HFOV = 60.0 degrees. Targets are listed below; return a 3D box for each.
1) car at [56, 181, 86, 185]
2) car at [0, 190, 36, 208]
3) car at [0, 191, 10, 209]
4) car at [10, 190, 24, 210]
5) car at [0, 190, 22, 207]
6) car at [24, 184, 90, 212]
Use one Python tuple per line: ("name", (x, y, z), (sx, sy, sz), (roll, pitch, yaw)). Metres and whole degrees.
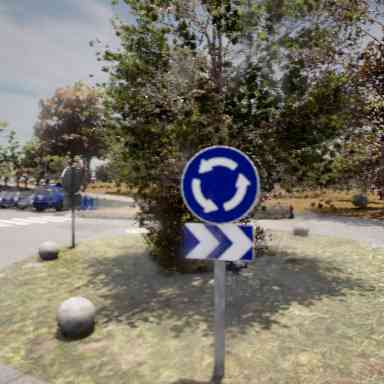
("car", (-14.638, -0.788, 39.613), (5.008, 1.535, 1.882), (6, 4, 36))
("car", (-18.439, 0.675, 33.916), (2.185, 1.767, 4.553), (1, 0, 16))
("car", (-16.013, 0.693, 32.087), (2.185, 1.767, 4.553), (0, 0, 16))
("car", (-13.550, 0.838, 30.350), (2.231, 1.521, 4.892), (1, 0, 16))
("car", (-20.896, 0.657, 35.685), (2.185, 1.767, 4.553), (1, 0, 16))
("car", (-11.104, 0.604, 28.603), (2.435, 2.045, 5.566), (0, 0, 16))
